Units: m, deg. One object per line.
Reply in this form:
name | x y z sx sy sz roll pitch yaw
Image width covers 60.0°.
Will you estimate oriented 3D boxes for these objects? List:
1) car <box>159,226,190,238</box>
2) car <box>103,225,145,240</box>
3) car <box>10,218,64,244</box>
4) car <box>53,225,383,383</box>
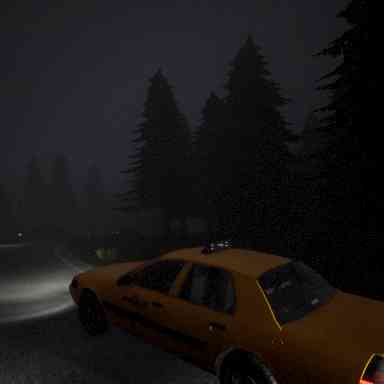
car | -2.327 5.543 46.258 1.882 1.535 5.008 -5 -8 30
car | -7.443 4.510 36.948 2.033 1.411 5.357 -4 -8 20
car | -12.761 3.220 28.068 2.150 2.045 5.566 -4 -7 7
car | 0.144 1.441 4.732 5.366 1.575 1.801 0 1 43
